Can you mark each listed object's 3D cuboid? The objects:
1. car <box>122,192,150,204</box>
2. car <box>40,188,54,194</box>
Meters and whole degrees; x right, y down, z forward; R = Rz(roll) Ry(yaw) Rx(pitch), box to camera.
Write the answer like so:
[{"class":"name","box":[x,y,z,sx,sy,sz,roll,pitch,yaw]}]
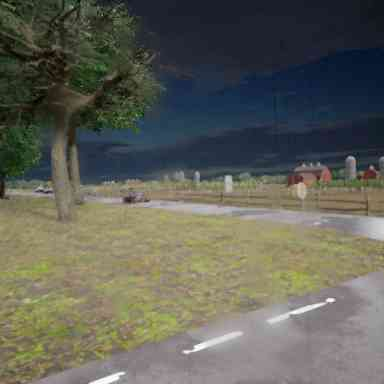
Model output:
[{"class":"car","box":[-6.605,0.679,39.192,1.994,1.385,4.181,-2,2,-36]},{"class":"car","box":[-37.470,-0.182,87.055,1.882,1.535,5.008,-2,2,-36]}]
